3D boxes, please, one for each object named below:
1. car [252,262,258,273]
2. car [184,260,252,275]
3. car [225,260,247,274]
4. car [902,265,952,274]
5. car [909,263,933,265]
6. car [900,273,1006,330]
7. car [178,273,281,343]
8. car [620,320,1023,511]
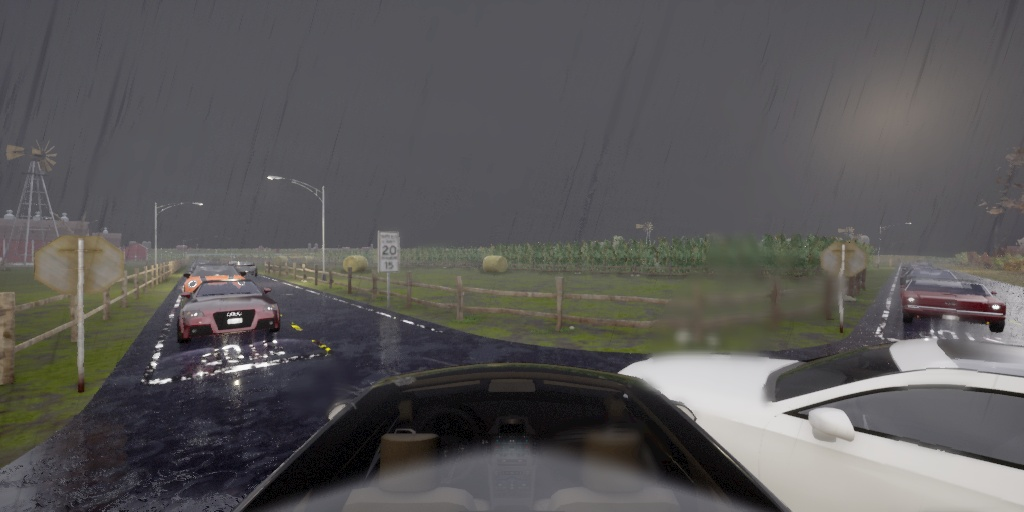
[{"bbox_3d":[-26.716,1.264,35.792,2.128,1.511,4.902,0,0,-41],"label":"car"},{"bbox_3d":[-13.596,1.132,16.463,2.097,1.767,4.553,0,0,-41],"label":"car"},{"bbox_3d":[-33.381,1.281,43.300,1.837,1.490,4.892,0,0,-41],"label":"car"},{"bbox_3d":[20.727,1.348,17.761,5.357,1.411,2.033,0,1,-42],"label":"car"},{"bbox_3d":[27.528,1.380,23.965,4.181,1.385,1.994,0,1,-42],"label":"car"},{"bbox_3d":[13.600,1.389,11.251,4.718,1.301,1.895,0,1,-43],"label":"car"},{"bbox_3d":[-7.869,1.351,9.937,1.994,1.385,4.181,0,0,-42],"label":"car"},{"bbox_3d":[2.853,1.293,2.269,1.812,1.442,4.674,0,1,-43],"label":"car"}]
